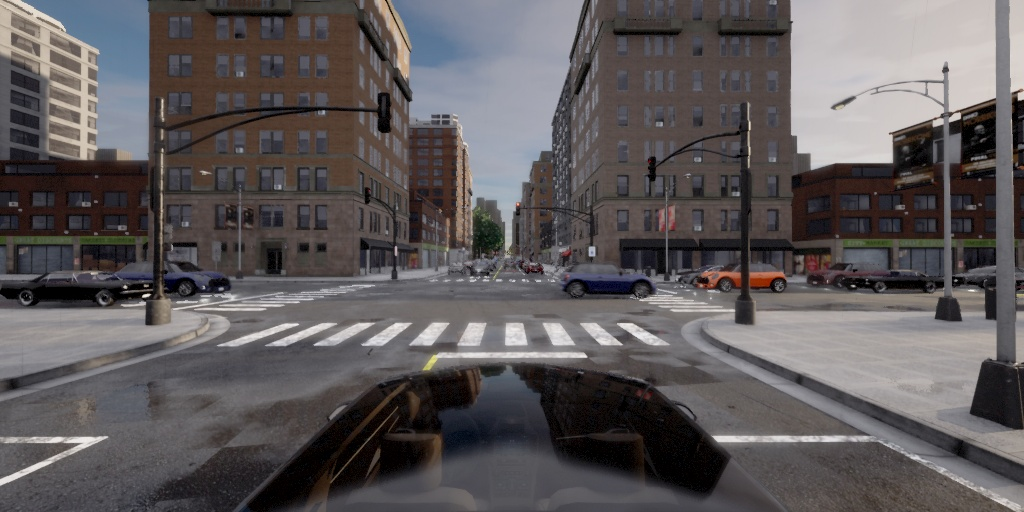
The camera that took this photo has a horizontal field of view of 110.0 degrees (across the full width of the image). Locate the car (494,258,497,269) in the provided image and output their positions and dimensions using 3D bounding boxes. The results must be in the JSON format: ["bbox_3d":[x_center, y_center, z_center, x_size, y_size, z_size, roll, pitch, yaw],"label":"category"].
[{"bbox_3d":[-3.376,1.340,47.363,2.033,1.411,5.357,0,0,-1],"label":"car"}]

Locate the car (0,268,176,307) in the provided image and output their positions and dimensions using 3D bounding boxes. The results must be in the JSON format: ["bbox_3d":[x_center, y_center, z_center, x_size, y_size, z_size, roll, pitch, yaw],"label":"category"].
[{"bbox_3d":[-16.666,1.246,14.185,4.718,1.301,1.895,0,0,0],"label":"car"}]

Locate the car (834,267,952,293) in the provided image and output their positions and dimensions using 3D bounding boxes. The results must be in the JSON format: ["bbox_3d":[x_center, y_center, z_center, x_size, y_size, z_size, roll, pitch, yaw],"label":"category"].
[{"bbox_3d":[22.377,1.469,21.199,4.718,1.301,1.895,0,0,-1],"label":"car"}]

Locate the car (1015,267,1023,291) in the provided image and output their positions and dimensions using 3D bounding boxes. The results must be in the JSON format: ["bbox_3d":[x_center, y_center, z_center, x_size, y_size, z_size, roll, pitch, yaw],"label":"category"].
[{"bbox_3d":[32.316,1.477,21.271,4.181,1.385,1.994,0,0,-1],"label":"car"}]

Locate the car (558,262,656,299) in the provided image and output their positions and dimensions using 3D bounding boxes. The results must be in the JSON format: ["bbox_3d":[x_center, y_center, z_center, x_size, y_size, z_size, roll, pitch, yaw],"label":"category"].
[{"bbox_3d":[4.604,1.101,17.604,4.553,1.767,2.097,0,0,0],"label":"car"}]

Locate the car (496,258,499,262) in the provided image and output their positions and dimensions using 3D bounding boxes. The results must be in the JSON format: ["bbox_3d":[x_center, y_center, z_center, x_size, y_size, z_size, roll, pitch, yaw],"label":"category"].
[{"bbox_3d":[-3.487,1.322,57.744,1.837,1.490,4.892,0,0,0],"label":"car"}]

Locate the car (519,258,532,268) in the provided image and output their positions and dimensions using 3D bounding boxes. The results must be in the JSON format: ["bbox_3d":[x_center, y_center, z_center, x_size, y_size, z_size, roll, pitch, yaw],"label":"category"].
[{"bbox_3d":[2.334,1.325,51.091,1.751,1.417,4.829,0,0,-1],"label":"car"}]

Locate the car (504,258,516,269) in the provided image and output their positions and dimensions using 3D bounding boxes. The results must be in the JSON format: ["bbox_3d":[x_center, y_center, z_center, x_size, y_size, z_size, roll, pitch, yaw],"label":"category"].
[{"bbox_3d":[-0.309,1.307,57.597,2.128,1.511,4.902,0,0,-1],"label":"car"}]

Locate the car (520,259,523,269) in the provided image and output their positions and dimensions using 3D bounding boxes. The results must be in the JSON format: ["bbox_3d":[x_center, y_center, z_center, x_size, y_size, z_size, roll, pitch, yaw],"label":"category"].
[{"bbox_3d":[2.399,1.355,45.414,1.948,1.339,4.313,0,0,-1],"label":"car"}]

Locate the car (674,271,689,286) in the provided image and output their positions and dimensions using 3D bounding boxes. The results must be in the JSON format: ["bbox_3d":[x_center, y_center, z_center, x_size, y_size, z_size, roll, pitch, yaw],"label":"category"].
[{"bbox_3d":[13.691,1.347,24.398,4.902,1.511,2.128,0,0,0],"label":"car"}]

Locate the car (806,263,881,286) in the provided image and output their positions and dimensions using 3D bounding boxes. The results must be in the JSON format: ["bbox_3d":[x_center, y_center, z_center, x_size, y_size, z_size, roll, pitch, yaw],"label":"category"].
[{"bbox_3d":[22.885,1.249,24.453,4.553,1.767,2.097,0,0,-1],"label":"car"}]

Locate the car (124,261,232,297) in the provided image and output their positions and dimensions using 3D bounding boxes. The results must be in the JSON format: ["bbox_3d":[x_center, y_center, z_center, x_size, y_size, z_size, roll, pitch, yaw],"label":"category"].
[{"bbox_3d":[-16.448,1.025,17.470,4.553,1.767,2.097,0,0,-1],"label":"car"}]

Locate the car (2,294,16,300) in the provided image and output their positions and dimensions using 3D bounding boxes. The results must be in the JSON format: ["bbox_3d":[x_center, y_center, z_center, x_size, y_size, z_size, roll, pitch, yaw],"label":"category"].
[{"bbox_3d":[-5.855,1.190,1.453,1.967,1.591,4.097,0,0,0],"label":"car"}]

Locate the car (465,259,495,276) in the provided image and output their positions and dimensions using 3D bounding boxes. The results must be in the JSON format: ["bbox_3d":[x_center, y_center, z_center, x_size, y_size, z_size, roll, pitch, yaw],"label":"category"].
[{"bbox_3d":[-3.268,1.268,37.559,2.128,1.511,4.902,0,0,0],"label":"car"}]

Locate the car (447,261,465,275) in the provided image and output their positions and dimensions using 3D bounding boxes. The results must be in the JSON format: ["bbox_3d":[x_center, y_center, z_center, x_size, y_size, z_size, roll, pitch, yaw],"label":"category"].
[{"bbox_3d":[-6.064,1.329,39.814,2.007,1.370,4.403,0,0,-1],"label":"car"}]

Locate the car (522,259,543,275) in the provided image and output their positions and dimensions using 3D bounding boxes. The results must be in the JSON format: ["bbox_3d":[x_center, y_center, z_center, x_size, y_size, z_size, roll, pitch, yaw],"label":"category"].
[{"bbox_3d":[2.461,1.324,39.907,1.888,1.381,4.507,0,0,-1],"label":"car"}]

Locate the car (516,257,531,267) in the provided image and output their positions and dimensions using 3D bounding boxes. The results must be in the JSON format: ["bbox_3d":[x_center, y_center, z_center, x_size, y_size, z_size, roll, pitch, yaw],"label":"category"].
[{"bbox_3d":[2.273,1.128,56.427,2.192,1.841,5.009,0,0,-1],"label":"car"}]

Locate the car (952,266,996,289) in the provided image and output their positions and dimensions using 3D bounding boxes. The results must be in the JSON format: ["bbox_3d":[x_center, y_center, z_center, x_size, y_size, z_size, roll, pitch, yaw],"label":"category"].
[{"bbox_3d":[32.769,1.446,24.524,4.892,1.490,1.837,0,0,0],"label":"car"}]

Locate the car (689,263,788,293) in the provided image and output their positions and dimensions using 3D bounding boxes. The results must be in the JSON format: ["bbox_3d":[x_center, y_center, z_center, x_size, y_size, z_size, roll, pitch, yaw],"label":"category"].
[{"bbox_3d":[13.391,1.181,21.130,4.553,1.767,2.097,0,0,0],"label":"car"}]
